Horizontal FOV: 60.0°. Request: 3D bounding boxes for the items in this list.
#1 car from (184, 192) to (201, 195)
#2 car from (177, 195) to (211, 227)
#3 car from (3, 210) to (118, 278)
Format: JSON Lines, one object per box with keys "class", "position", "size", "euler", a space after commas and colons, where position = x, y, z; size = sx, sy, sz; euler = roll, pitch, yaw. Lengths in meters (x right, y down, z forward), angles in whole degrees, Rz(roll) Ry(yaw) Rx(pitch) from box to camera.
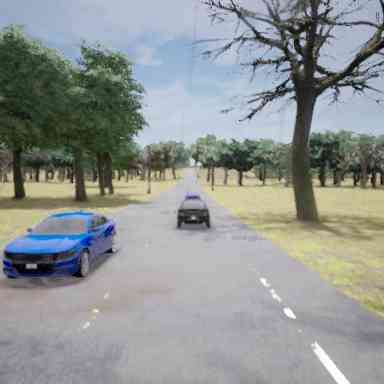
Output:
{"class": "car", "position": [0.089, 0.685, 39.480], "size": [1.882, 1.535, 5.008], "euler": [0, 2, 0]}
{"class": "car", "position": [0.089, 1.175, 20.227], "size": [1.882, 1.535, 5.008], "euler": [0, 1, 0]}
{"class": "car", "position": [-3.588, 1.355, 9.937], "size": [1.882, 1.535, 5.008], "euler": [0, 1, 0]}
